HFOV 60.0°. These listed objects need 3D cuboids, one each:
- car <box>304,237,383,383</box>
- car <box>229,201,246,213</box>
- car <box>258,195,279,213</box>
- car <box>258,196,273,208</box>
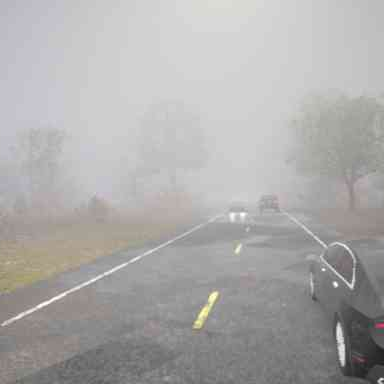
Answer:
[{"bbox_3d":[3.021,1.476,5.281,1.837,1.490,4.892,-2,-1,13],"label":"car"},{"bbox_3d":[5.596,1.801,40.758,1.994,1.385,4.181,-2,-1,11],"label":"car"},{"bbox_3d":[9.159,1.349,39.789,2.150,2.045,5.566,-2,0,11],"label":"car"},{"bbox_3d":[11.561,1.528,52.824,2.097,1.767,4.553,-2,-1,10],"label":"car"}]
